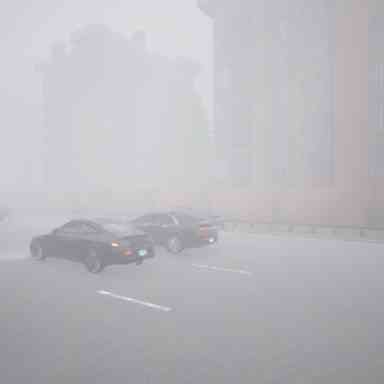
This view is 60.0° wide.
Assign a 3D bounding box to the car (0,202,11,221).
[{"bbox_3d":[-15.375,1.546,23.579,5.357,1.411,2.033,0,0,36],"label":"car"}]

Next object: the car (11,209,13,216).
[{"bbox_3d":[-17.860,1.562,29.655,4.181,1.385,1.994,0,0,36],"label":"car"}]

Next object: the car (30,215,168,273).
[{"bbox_3d":[-3.238,1.525,10.606,4.674,1.442,1.812,0,0,36],"label":"car"}]

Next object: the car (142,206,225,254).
[{"bbox_3d":[-1.248,1.503,13.487,4.892,1.490,1.837,0,0,36],"label":"car"}]
